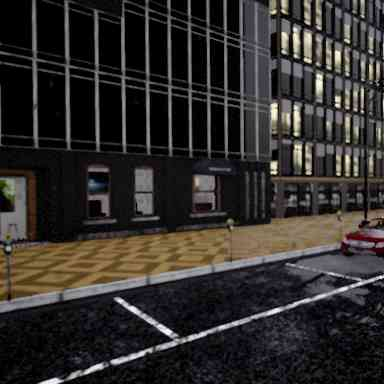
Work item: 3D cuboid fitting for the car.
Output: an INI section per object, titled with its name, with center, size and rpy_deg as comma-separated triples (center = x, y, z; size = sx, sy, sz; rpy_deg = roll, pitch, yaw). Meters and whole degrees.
[car]
center = 6.860, 1.511, 11.457
size = 4.206, 1.307, 1.802
rpy_deg = 0, 0, -35
